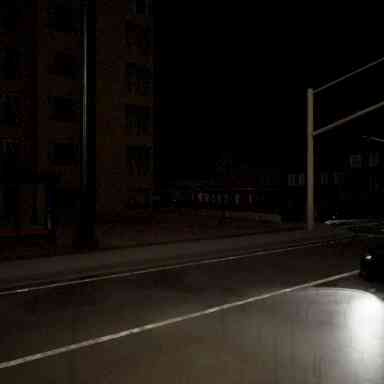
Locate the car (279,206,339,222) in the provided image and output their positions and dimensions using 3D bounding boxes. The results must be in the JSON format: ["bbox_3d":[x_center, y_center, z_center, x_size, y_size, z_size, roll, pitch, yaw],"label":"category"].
[{"bbox_3d":[10.297,1.935,30.034,2.033,1.411,5.357,1,-5,-36],"label":"car"}]

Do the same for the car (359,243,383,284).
[{"bbox_3d":[6.035,1.564,8.300,4.181,1.385,1.994,0,0,-35],"label":"car"}]
